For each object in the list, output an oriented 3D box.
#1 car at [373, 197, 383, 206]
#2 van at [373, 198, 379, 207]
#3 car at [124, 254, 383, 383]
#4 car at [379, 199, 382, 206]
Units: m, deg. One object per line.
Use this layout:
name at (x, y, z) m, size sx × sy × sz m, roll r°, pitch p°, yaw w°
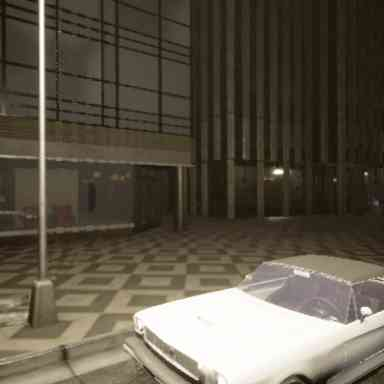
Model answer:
car at (39.164, 1.890, 66.284) m, size 2.192 × 1.841 × 5.009 m, roll 0°, pitch 0°, yaw -36°
van at (32.230, 1.956, 61.314) m, size 1.690 × 1.788 × 3.998 m, roll 0°, pitch 0°, yaw -36°
car at (1.560, 1.637, 4.495) m, size 4.718 × 1.301 × 1.895 m, roll 1°, pitch 0°, yaw -36°
car at (35.457, 1.953, 56.828) m, size 2.192 × 1.841 × 5.009 m, roll 0°, pitch 0°, yaw -36°
